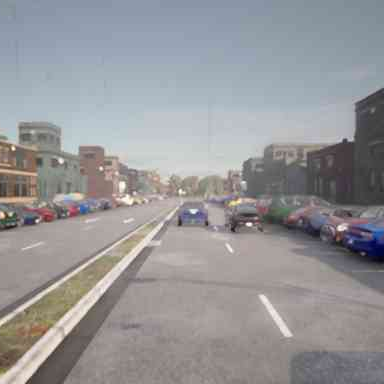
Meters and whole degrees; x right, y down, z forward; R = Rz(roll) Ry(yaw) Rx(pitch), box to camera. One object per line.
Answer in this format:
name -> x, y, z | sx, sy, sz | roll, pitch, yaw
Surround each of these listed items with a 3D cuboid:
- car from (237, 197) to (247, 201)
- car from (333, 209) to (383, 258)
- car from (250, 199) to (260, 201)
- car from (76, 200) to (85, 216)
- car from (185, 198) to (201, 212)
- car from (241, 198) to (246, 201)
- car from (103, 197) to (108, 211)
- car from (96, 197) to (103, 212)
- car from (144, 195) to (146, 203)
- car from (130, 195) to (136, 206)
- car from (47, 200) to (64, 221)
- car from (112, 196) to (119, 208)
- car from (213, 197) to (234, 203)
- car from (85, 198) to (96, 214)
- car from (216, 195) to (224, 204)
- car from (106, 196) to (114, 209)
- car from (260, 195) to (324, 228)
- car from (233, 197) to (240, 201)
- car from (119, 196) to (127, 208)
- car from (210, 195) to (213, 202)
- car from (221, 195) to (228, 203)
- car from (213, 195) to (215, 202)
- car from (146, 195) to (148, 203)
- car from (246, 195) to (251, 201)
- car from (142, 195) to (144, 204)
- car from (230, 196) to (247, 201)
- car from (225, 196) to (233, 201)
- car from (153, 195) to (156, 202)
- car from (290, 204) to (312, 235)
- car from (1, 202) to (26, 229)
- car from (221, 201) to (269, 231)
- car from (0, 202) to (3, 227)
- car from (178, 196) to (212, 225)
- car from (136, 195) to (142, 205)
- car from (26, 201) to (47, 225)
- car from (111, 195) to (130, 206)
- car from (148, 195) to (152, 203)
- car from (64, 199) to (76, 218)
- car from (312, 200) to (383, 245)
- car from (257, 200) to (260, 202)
car -> 7.621, 1.596, 35.681 | 4.674, 1.452, 2.002 | 0, 0, 0
car -> 7.629, 1.464, 10.830 | 5.008, 1.535, 2.097 | 0, 0, 0
car -> 7.622, 1.516, 27.373 | 5.008, 1.535, 2.097 | 0, 0, 0
car -> -12.791, 1.565, 30.626 | 4.792, 1.488, 2.163 | 0, 0, 0
car -> 0.081, 1.585, 41.032 | 1.882, 1.535, 5.008 | 0, 0, 0
car -> 7.654, 1.570, 32.887 | 4.792, 1.488, 2.163 | 0, 0, 0
car -> -12.747, 1.622, 38.963 | 4.674, 1.452, 2.002 | 0, 0, 0
car -> -12.760, 1.567, 36.310 | 4.892, 1.521, 2.231 | 0, 0, 0
car -> -12.734, 1.851, 69.656 | 4.792, 1.488, 2.163 | 0, -1, 0
car -> -12.754, 1.448, 55.763 | 5.566, 2.045, 2.435 | 0, 0, 0
car -> -12.776, 1.510, 25.068 | 5.008, 1.535, 2.097 | 0, 0, 0
car -> -12.749, 1.618, 44.522 | 4.892, 1.521, 2.231 | 0, 0, 0
car -> 7.541, 1.983, 79.764 | 4.674, 1.452, 2.002 | 0, -1, 0
car -> -12.752, 1.551, 33.530 | 5.008, 1.535, 2.097 | 0, 0, 0
car -> 7.563, 1.465, 57.708 | 5.566, 2.045, 2.435 | 0, -1, 0
car -> -12.775, 1.628, 41.742 | 4.792, 1.488, 2.163 | 0, 0, 0
car -> 7.658, 1.245, 21.860 | 5.566, 2.045, 2.435 | 0, 0, 0
car -> 7.593, 1.601, 38.403 | 4.792, 1.488, 2.163 | 0, 0, 0
car -> -12.731, 1.696, 50.078 | 4.674, 1.452, 2.002 | 0, 0, 0
car -> 7.517, 1.663, 77.009 | 5.566, 2.045, 2.435 | 0, -1, 0
car -> 7.790, 1.665, 52.194 | 5.366, 1.575, 1.946 | 0, -1, 0
car -> 7.555, 1.898, 71.621 | 4.674, 1.452, 2.002 | 0, -1, 0
car -> -12.706, 1.846, 72.312 | 5.008, 1.535, 2.097 | 0, -1, 0
car -> 7.595, 1.403, 30.131 | 4.553, 1.767, 2.185 | 0, 0, 0
car -> -12.894, 1.792, 66.879 | 5.366, 1.575, 1.946 | 0, -1, 0
car -> 7.592, 1.618, 41.158 | 4.792, 1.488, 2.163 | 0, 0, 0
car -> 7.434, 1.604, 43.916 | 5.366, 1.575, 1.946 | 0, 0, 0
car -> -12.684, 1.697, 83.548 | 5.566, 2.045, 2.435 | 0, -1, 0
car -> 7.661, 1.509, 16.345 | 4.792, 1.488, 2.163 | 0, 0, 0
car -> -12.751, 1.362, 19.519 | 4.553, 1.767, 2.185 | 0, 0, 0
car -> 3.092, 1.516, 20.396 | 1.837, 1.490, 4.892 | 0, 0, 0
car -> -12.968, 1.475, 16.857 | 5.366, 1.575, 1.946 | 0, 0, 0
car -> 0.089, 1.375, 24.244 | 2.097, 1.767, 4.553 | 0, 0, 0
car -> -12.684, 1.800, 64.099 | 4.792, 1.488, 2.163 | 0, -1, 0
car -> -12.745, 1.528, 22.290 | 4.792, 1.488, 2.163 | 0, 0, 0
car -> -12.762, 1.552, 52.950 | 4.553, 1.767, 2.185 | 0, 0, 0
car -> -12.708, 1.898, 77.987 | 5.008, 1.535, 2.097 | 0, -1, 0
car -> -12.760, 1.524, 27.848 | 4.892, 1.521, 2.231 | 0, 0, 0
car -> 7.665, 1.346, 13.588 | 4.553, 1.767, 2.185 | 0, 0, 0
car -> 7.599, 1.535, 24.618 | 4.792, 1.488, 2.163 | 0, 0, 0
